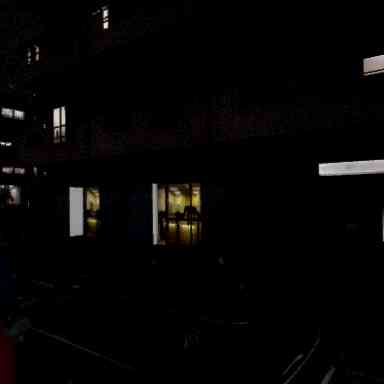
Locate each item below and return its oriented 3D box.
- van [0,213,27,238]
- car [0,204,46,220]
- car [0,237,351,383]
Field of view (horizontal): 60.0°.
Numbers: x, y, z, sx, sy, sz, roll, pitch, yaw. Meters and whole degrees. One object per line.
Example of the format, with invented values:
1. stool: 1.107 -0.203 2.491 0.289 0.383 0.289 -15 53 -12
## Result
1. van: -5.191 1.343 6.558 3.998 1.788 1.690 0 -1 36
2. car: -13.332 1.585 25.710 1.947 1.339 4.313 -2 -1 36
3. car: -0.694 1.440 3.351 4.097 1.590 1.967 0 -1 36
